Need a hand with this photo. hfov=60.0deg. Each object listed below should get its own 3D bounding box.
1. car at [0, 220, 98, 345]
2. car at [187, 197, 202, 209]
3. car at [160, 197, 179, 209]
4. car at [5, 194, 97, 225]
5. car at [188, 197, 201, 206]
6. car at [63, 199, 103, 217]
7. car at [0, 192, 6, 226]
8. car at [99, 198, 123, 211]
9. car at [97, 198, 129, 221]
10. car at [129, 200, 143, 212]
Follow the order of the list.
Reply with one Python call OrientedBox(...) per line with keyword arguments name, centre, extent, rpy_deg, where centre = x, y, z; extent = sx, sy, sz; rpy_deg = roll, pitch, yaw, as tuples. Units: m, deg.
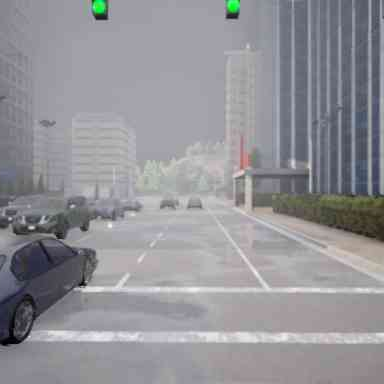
OrientedBox(name="car", centre=(-3.386, 1.543, 6.294), extent=(2.033, 1.411, 5.357), rpy_deg=(0, 0, 0))
OrientedBox(name="car", centre=(0.370, 1.530, 44.027), extent=(1.994, 1.385, 4.181), rpy_deg=(0, 0, 1))
OrientedBox(name="car", centre=(-3.131, 1.472, 43.655), extent=(1.837, 1.490, 4.892), rpy_deg=(0, 0, 1))
OrientedBox(name="car", centre=(-7.008, 1.209, 17.375), extent=(2.150, 2.045, 5.566), rpy_deg=(0, 0, 1))
OrientedBox(name="car", centre=(0.463, 1.506, 53.803), extent=(2.033, 1.411, 5.357), rpy_deg=(0, 0, 1))
OrientedBox(name="car", centre=(-10.314, 1.468, 31.898), extent=(2.128, 1.511, 4.902), rpy_deg=(0, 0, 1))
OrientedBox(name="car", centre=(-10.449, 1.206, 21.951), extent=(2.150, 2.045, 5.566), rpy_deg=(0, 0, 1))
OrientedBox(name="car", centre=(-10.158, 1.533, 41.877), extent=(1.994, 1.385, 4.181), rpy_deg=(0, 0, 1))
OrientedBox(name="car", centre=(-6.888, 1.332, 27.125), extent=(2.097, 1.767, 4.553), rpy_deg=(0, 0, 1))
OrientedBox(name="car", centre=(-6.708, 1.536, 37.170), extent=(1.994, 1.385, 4.181), rpy_deg=(0, 0, 1))
